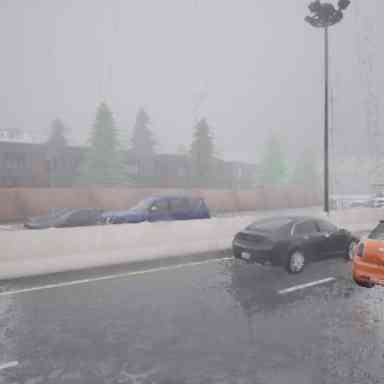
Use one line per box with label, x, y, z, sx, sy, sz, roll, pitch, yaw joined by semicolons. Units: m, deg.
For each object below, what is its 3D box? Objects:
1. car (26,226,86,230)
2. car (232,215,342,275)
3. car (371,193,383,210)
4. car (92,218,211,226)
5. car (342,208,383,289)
car;-5.668;1.540;17.145;5.357;1.411;2.033;0;0;-36
car;3.447;1.491;10.503;4.892;1.490;1.837;0;0;-35
car;25.081;1.152;43.223;2.150;2.045;5.566;0;0;39
car;-1.627;1.210;15.731;5.566;2.045;2.150;0;0;-36
car;5.884;1.339;7.942;4.553;1.767;2.097;0;0;-35
